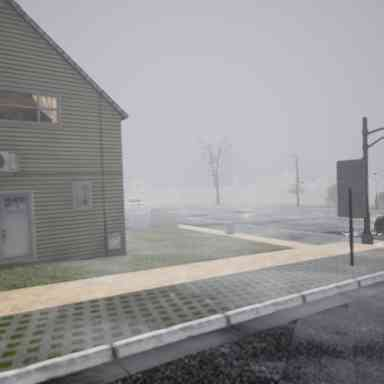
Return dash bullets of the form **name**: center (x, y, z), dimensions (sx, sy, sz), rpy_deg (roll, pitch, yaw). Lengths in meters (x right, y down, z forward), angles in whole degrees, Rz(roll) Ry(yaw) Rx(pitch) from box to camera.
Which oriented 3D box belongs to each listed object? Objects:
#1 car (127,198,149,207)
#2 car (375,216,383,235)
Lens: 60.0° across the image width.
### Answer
- **car**: center (-9.005, 2.061, 54.629), dimensions (2.150, 2.045, 5.566), rpy_deg (-3, 1, -30)
- **car**: center (12.278, 1.797, 17.536), dimensions (2.128, 1.511, 4.902), rpy_deg (-3, 1, -30)
